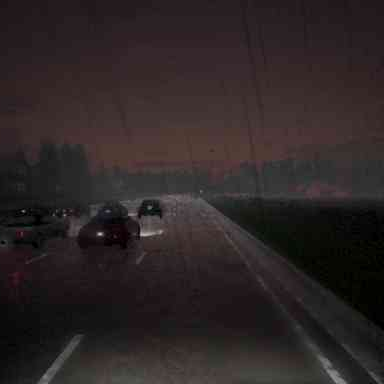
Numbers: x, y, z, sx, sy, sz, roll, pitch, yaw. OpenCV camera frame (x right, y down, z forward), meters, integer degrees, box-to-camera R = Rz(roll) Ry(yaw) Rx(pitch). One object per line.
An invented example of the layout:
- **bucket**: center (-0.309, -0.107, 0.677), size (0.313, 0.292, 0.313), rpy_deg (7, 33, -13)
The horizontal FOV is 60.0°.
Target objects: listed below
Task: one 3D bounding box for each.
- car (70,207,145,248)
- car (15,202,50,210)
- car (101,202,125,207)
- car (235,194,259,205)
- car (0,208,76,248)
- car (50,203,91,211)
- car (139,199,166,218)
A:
- **car**: center (-3.500, 1.572, 14.650), size (1.994, 1.385, 4.181), rpy_deg (0, 0, 0)
- **car**: center (-14.000, 1.572, 29.650), size (1.994, 1.385, 4.181), rpy_deg (0, 0, 0)
- **car**: center (-7.000, 1.572, 29.650), size (1.994, 1.385, 4.181), rpy_deg (0, 0, 0)
- **car**: center (8.922, 1.212, 53.838), size (3.866, 1.878, 1.905), rpy_deg (0, 0, 0)
- **car**: center (-7.000, 1.616, 14.680), size (1.895, 1.301, 4.718), rpy_deg (0, 0, 0)
- **car**: center (-10.500, 1.616, 29.680), size (1.895, 1.301, 4.718), rpy_deg (0, 0, 0)
- **car**: center (-3.500, 1.366, 29.620), size (2.097, 1.767, 4.553), rpy_deg (0, 0, 0)
